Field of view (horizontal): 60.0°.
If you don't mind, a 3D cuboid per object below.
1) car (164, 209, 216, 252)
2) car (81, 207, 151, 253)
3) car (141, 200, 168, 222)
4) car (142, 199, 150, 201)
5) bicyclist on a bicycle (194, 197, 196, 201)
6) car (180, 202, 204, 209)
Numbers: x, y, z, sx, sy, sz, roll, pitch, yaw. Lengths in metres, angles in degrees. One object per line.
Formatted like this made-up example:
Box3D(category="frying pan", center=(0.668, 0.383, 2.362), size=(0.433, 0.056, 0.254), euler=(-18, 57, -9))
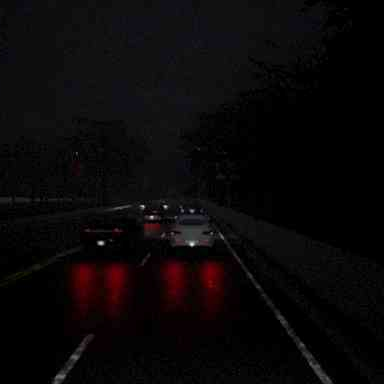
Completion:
Box3D(category="car", center=(0.008, 1.664, 14.391), size=(1.812, 1.442, 4.674), euler=(0, 0, 0))
Box3D(category="car", center=(-3.243, 1.630, 14.312), size=(2.128, 1.511, 4.902), euler=(0, 0, 0))
Box3D(category="car", center=(-3.240, 1.788, 29.314), size=(1.837, 1.490, 4.892), euler=(0, 0, 0))
Box3D(category="car", center=(-9.739, 2.217, 71.807), size=(1.812, 1.442, 4.674), euler=(0, -1, 0))
Box3D(category="bicyclist on a bicycle", center=(0.908, 2.250, 89.297), size=(0.659, 1.776, 1.843), euler=(0, 0, 0))
Box3D(category="car", center=(0.008, 1.628, 29.100), size=(2.097, 1.767, 4.553), euler=(0, -1, 0))
